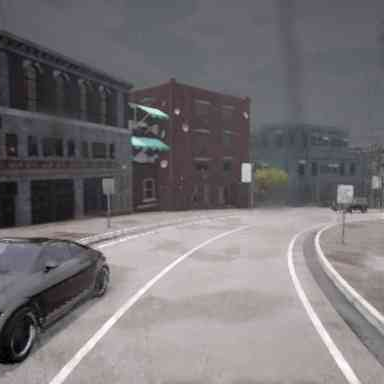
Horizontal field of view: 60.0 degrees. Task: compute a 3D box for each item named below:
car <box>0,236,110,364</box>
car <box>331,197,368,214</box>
[{"bbox_3d":[-2.994,1.503,5.700,1.994,1.385,4.181,1,0,8],"label":"car"},{"bbox_3d":[20.430,1.658,42.936,5.566,2.045,2.150,2,3,-32],"label":"car"}]
